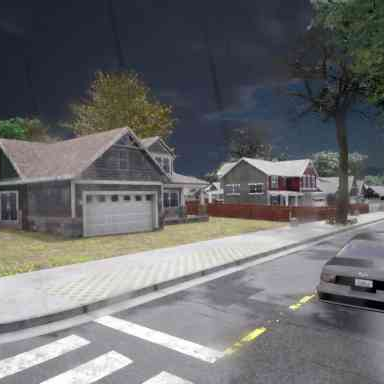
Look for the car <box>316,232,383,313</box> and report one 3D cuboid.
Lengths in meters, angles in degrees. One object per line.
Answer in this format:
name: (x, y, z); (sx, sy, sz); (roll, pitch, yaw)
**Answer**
car: (4.562, 1.671, 7.795); (2.033, 1.411, 5.357); (-2, -2, 38)
